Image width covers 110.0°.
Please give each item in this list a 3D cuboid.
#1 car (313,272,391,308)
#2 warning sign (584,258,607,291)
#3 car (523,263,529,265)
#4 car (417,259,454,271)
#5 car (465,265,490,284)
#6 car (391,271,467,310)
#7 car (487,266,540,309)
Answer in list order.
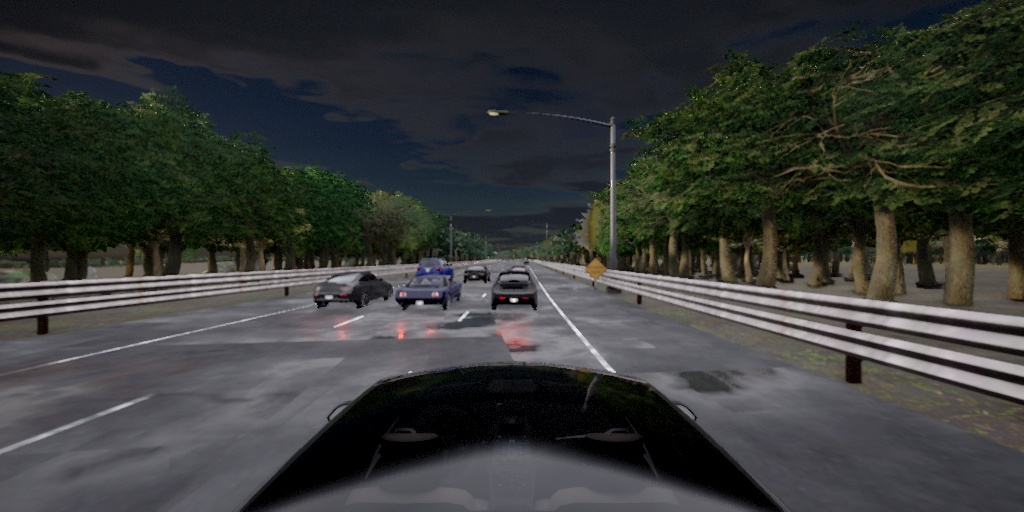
[{"bbox_3d":[-6.868,1.409,15.869,1.812,1.442,4.674,0,0,1],"label":"car"},{"bbox_3d":[4.793,1.046,20.562,1.300,1.860,1.060,0,0,2],"label":"warning sign"},{"bbox_3d":[0.566,1.545,30.624,1.812,1.442,4.674,0,0,2],"label":"car"},{"bbox_3d":[-6.446,1.232,30.486,2.150,2.045,5.566,0,0,2],"label":"car"},{"bbox_3d":[-2.928,1.498,30.833,1.882,1.535,5.008,0,0,2],"label":"car"},{"bbox_3d":[-3.378,1.481,15.539,1.895,1.301,4.718,0,-1,1],"label":"car"},{"bbox_3d":[0.129,1.390,15.669,1.837,1.490,4.892,0,0,1],"label":"car"}]
